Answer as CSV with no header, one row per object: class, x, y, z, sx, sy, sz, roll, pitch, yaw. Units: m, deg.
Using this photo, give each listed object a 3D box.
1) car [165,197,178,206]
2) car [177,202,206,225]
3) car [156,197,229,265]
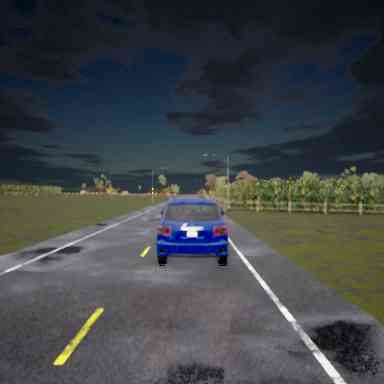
car,-3.580,1.594,58.036,1.994,1.385,4.181,0,0,0
car,0.012,1.564,25.778,2.033,1.411,5.357,0,0,1
car,0.029,1.231,11.803,2.150,2.045,5.566,0,0,1
